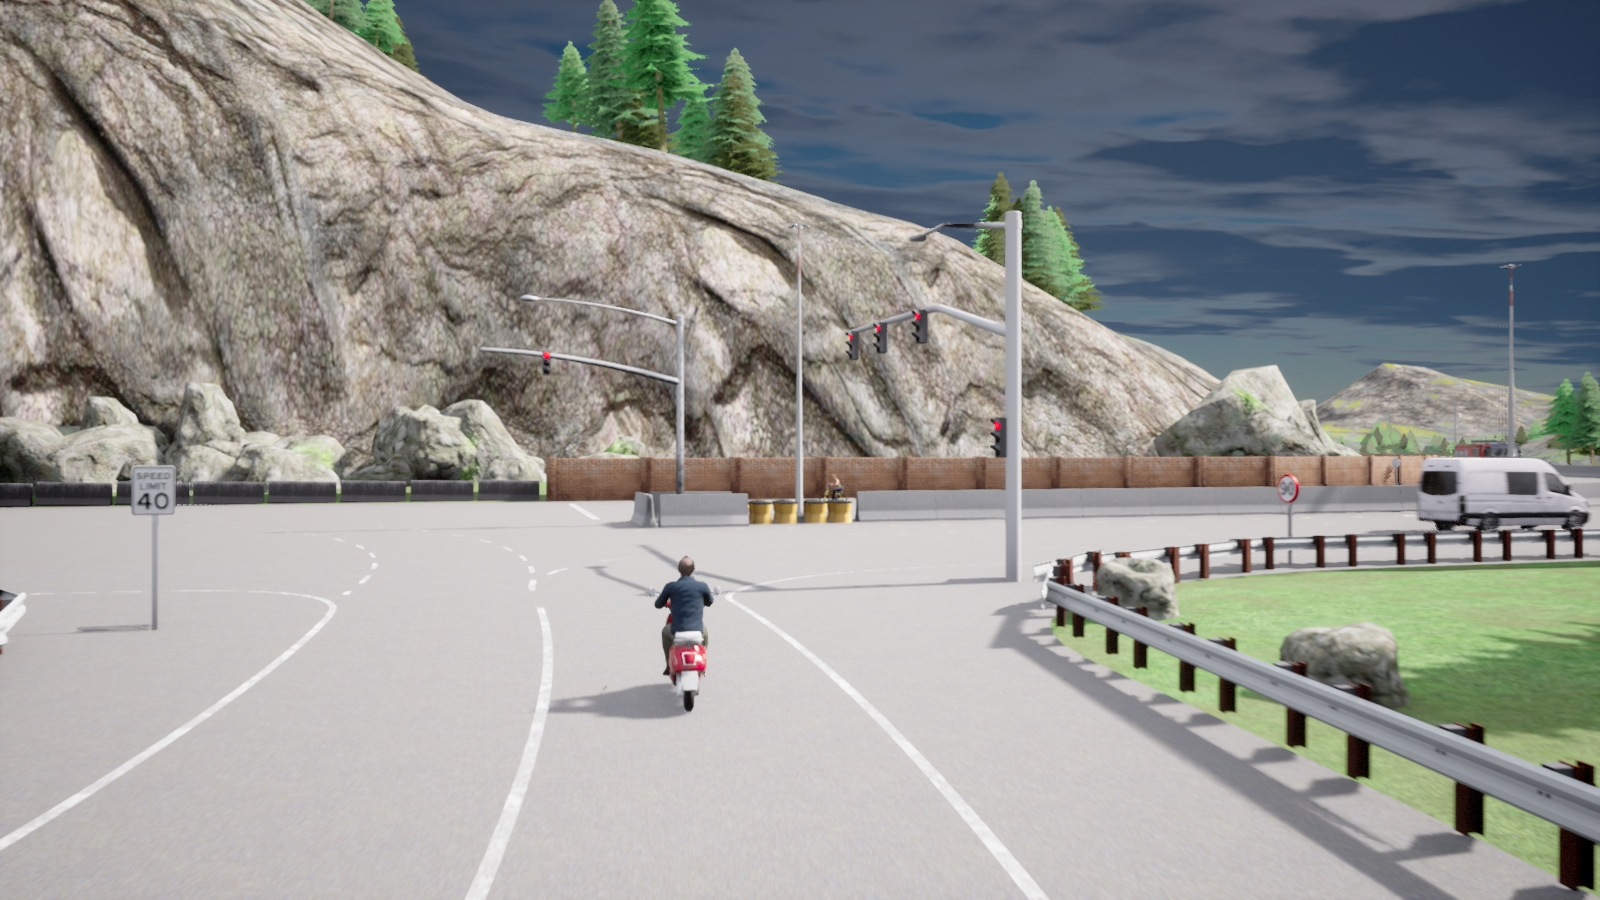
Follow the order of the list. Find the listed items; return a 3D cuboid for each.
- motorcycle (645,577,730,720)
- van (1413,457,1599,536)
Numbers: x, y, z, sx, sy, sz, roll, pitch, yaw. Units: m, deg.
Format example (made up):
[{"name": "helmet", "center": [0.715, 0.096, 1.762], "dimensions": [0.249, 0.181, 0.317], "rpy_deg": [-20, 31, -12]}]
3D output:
[{"name": "motorcycle", "center": [-1.308, 2.187, 12.941], "dimensions": [0.856, 1.236, 1.805], "rpy_deg": [0, 2, -9]}, {"name": "van", "center": [24.309, 1.549, 39.350], "dimensions": [5.915, 2.561, 1.988], "rpy_deg": [0, 0, -16]}]
